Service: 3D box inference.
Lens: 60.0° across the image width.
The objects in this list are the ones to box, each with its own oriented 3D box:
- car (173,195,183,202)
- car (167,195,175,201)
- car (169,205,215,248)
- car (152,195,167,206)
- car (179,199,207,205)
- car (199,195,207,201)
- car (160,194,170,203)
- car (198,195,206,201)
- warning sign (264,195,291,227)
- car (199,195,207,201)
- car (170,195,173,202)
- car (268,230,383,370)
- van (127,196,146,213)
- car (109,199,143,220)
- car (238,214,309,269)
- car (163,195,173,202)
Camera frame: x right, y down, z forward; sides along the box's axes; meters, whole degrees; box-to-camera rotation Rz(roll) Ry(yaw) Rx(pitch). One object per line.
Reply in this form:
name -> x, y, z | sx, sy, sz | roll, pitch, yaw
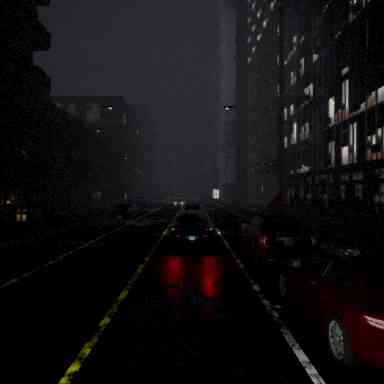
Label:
car -> -3.001, 1.491, 76.712 | 1.812, 1.442, 4.674 | 0, 0, 0
car -> -5.691, 1.585, 90.233 | 2.008, 1.369, 4.403 | 0, 0, 0
car -> 0.000, 1.535, 14.650 | 1.812, 1.442, 4.674 | 0, 0, 0
car -> -5.691, 1.590, 56.341 | 1.802, 1.307, 4.206 | 0, 0, 0
car -> 0.000, 1.575, 29.650 | 1.994, 1.385, 4.181 | 0, 0, 0
car -> 2.689, 1.551, 79.106 | 1.752, 1.417, 4.829 | 0, 0, 0
car -> -5.691, 1.595, 61.990 | 1.802, 1.307, 4.206 | 0, 0, 0
car -> 2.689, 1.585, 90.234 | 2.008, 1.369, 4.403 | 0, 0, 0
warning sign -> 5.067, 1.116, 19.743 | 1.300, 1.860, 1.060 | 0, 0, 0
car -> 2.689, 1.470, 84.584 | 1.967, 1.590, 4.097 | 0, 0, 0
car -> -5.692, 1.332, 67.639 | 2.192, 1.841, 5.009 | 0, 0, 0
car -> 2.689, 1.582, 5.505 | 1.802, 1.307, 4.206 | 0, 0, 0
van -> -5.691, 1.344, 33.748 | 1.690, 1.788, 3.998 | 0, 0, 0
car -> -5.691, 1.568, 28.099 | 1.947, 1.339, 4.313 | 0, 0, 0
car -> 2.689, 1.440, 11.152 | 1.967, 1.590, 4.097 | 0, 0, 0
car -> -5.691, 1.465, 78.936 | 1.967, 1.590, 4.097 | 0, 0, 0
